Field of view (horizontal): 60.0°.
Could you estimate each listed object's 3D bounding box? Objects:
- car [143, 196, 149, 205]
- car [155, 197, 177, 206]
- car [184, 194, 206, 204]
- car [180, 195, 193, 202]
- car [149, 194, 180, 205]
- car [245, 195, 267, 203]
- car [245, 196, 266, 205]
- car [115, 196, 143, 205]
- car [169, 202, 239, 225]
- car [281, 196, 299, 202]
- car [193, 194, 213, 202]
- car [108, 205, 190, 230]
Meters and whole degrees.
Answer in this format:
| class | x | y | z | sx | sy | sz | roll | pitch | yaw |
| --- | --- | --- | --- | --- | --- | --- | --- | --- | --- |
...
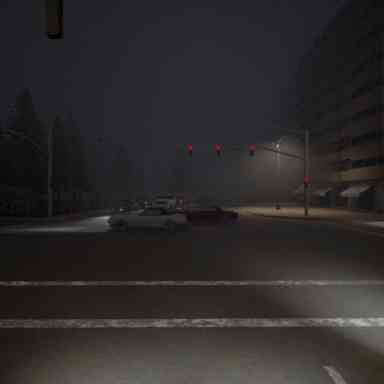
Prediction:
| class | x | y | z | sx | sy | sz | roll | pitch | yaw |
| --- | --- | --- | --- | --- | --- | --- | --- | --- | --- |
| car | -6.370 | 1.352 | 44.371 | 2.097 | 1.767 | 4.553 | 0 | 0 | 7 |
| car | -4.219 | 1.526 | 54.367 | 1.812 | 1.442 | 4.674 | 0 | 0 | 20 |
| car | 0.682 | 1.352 | 64.254 | 2.097 | 1.767 | 4.553 | 0 | 0 | 34 |
| car | -1.813 | 1.352 | 50.398 | 2.097 | 1.767 | 4.553 | 0 | 0 | 16 |
| car | -3.272 | 1.221 | 40.398 | 2.150 | 2.045 | 5.566 | 0 | 0 | 6 |
| car | 13.142 | 1.478 | 68.108 | 5.008 | 1.535 | 1.882 | 0 | 0 | -41 |
| car | 11.610 | 1.477 | 61.235 | 1.882 | 1.535 | 5.008 | 0 | 0 | 39 |
| car | -6.921 | 1.492 | 35.286 | 2.128 | 1.511 | 4.902 | 0 | 0 | 2 |
| car | 0.903 | 1.625 | 23.990 | 4.718 | 1.301 | 1.895 | 0 | 0 | 0 |
| car | 21.938 | 1.525 | 73.634 | 4.902 | 1.511 | 2.128 | 0 | 0 | -22 |
| car | 2.071 | 1.492 | 59.867 | 2.128 | 1.511 | 4.902 | 0 | 0 | 30 |
| car | -2.662 | 1.631 | 20.472 | 4.718 | 1.301 | 1.895 | 0 | 0 | 0 |
